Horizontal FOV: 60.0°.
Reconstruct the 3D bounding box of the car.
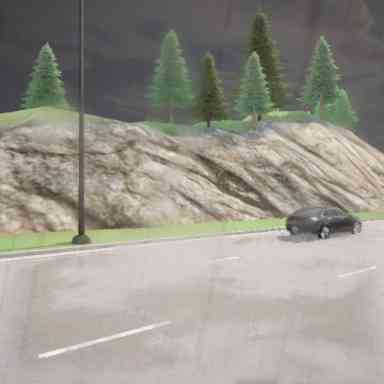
[{"bbox_3d":[6.899,1.506,17.288,4.892,1.490,1.837,0,0,-36],"label":"car"}]
